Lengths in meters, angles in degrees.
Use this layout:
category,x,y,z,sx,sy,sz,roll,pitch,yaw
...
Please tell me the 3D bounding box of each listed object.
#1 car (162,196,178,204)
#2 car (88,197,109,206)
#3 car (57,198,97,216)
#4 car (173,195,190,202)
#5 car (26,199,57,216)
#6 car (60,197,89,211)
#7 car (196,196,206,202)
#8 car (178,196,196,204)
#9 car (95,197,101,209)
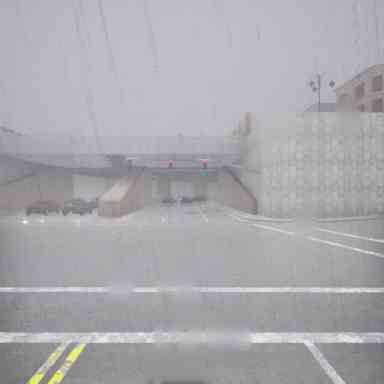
category,x,y,z,sx,sy,sz,roll,pitch,yaw
car,-4.521,1.547,64.292,2.033,1.411,5.357,0,0,5
car,-15.321,1.547,54.600,2.033,1.411,5.357,0,0,-1
car,-11.317,1.601,33.115,1.895,1.301,4.718,0,0,-1
car,-2.348,1.524,74.649,1.812,1.442,4.674,0,0,24
car,-14.826,1.478,33.438,1.882,1.535,5.008,0,0,-1
car,-15.061,1.491,42.828,2.128,1.511,4.902,0,0,-1
car,1.520,1.524,74.777,1.812,1.442,4.674,0,0,28
car,-0.991,1.547,64.791,2.033,1.411,5.357,0,0,4
car,-11.550,1.601,42.282,1.895,1.301,4.718,0,0,-1
